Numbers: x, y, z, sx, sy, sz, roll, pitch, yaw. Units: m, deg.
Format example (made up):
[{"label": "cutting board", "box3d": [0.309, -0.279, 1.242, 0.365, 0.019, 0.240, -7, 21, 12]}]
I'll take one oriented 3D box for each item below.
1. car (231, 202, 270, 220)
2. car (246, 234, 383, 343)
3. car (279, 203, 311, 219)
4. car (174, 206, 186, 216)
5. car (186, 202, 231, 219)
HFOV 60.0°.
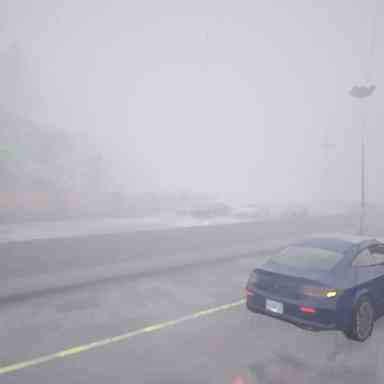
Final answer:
[{"label": "car", "box3d": [5.717, 1.694, 30.560, 1.812, 1.442, 4.674, 0, 0, 34]}, {"label": "car", "box3d": [2.993, 1.559, 6.518, 4.674, 1.442, 1.812, 0, 0, -41]}, {"label": "car", "box3d": [9.245, 1.680, 29.561, 1.812, 1.442, 4.674, 0, 0, 32]}, {"label": "car", "box3d": [0.189, 1.806, 34.757, 1.895, 1.301, 4.718, 0, 0, 33]}, {"label": "car", "box3d": [1.923, 1.658, 31.201, 1.882, 1.535, 5.008, 0, 0, 35]}]
